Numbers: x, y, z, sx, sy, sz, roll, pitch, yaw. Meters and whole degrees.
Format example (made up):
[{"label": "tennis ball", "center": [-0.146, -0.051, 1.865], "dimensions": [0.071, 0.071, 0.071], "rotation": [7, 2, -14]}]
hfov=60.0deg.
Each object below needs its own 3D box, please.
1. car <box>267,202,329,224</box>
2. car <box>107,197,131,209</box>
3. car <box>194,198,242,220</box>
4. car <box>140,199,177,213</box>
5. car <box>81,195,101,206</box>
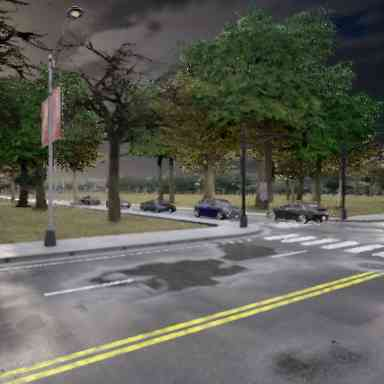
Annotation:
[{"label": "car", "center": [7.657, 1.490, 24.579], "dimensions": [1.837, 1.490, 4.892], "rotation": [1, -1, -32]}, {"label": "car", "center": [-9.753, 1.443, 44.146], "dimensions": [2.128, 1.511, 4.902], "rotation": [0, 0, -35]}, {"label": "car", "center": [2.166, 1.325, 27.370], "dimensions": [2.097, 1.767, 4.553], "rotation": [0, 0, -35]}, {"label": "car", "center": [-3.715, 1.508, 35.642], "dimensions": [2.033, 1.411, 5.357], "rotation": [0, 0, -35]}, {"label": "car", "center": [-16.252, 1.300, 53.369], "dimensions": [2.097, 1.767, 4.553], "rotation": [0, 0, -35]}]
